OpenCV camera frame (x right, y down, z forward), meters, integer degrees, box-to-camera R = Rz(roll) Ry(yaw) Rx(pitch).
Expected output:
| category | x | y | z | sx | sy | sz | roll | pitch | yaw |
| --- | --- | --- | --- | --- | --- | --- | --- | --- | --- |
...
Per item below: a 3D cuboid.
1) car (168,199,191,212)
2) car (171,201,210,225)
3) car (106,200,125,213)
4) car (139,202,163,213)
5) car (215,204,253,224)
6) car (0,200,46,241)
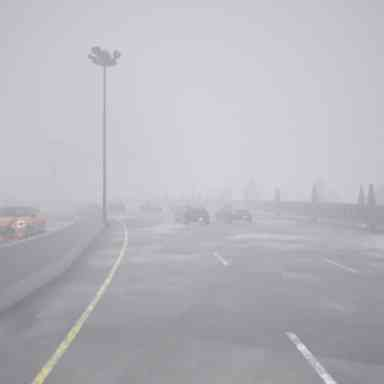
| category | x | y | z | sx | sy | sz | roll | pitch | yaw |
| --- | --- | --- | --- | --- | --- | --- | --- | --- | --- |
| car | -1.321 | 1.624 | 40.346 | 2.097 | 1.767 | 4.553 | 0 | 0 | -22 |
| car | -0.040 | 1.680 | 25.806 | 1.837 | 1.490 | 4.892 | 0 | 0 | -15 |
| car | -9.822 | 1.782 | 42.307 | 2.128 | 1.511 | 4.902 | 0 | 0 | -25 |
| car | -5.119 | 1.876 | 40.436 | 1.895 | 1.301 | 4.718 | 0 | 0 | -23 |
| car | 3.311 | 1.707 | 26.826 | 1.812 | 1.442 | 4.674 | 0 | -1 | -14 |
| car | -8.963 | 1.470 | 16.916 | 2.097 | 1.767 | 4.553 | 0 | 0 | -11 |
